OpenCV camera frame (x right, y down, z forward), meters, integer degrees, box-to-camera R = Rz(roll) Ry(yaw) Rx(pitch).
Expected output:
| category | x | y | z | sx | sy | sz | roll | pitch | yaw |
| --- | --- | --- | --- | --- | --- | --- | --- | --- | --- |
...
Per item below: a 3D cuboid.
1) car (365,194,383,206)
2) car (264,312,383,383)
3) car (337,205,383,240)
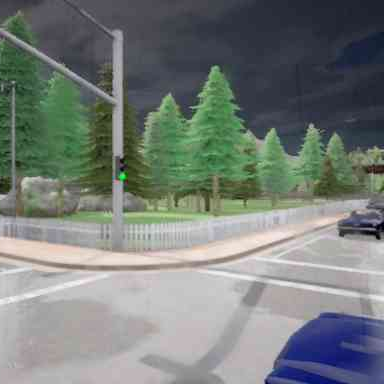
| category | x | y | z | sx | sy | sz | roll | pitch | yaw |
| --- | --- | --- | --- | --- | --- | --- | --- | --- | --- |
| car | 14.817 | 1.214 | 25.612 | 2.150 | 2.045 | 5.566 | 0 | 0 | 35 |
| car | 2.812 | 1.598 | 1.999 | 4.718 | 1.301 | 1.895 | 0 | 0 | 35 |
| car | 8.942 | 1.597 | 17.285 | 1.895 | 1.301 | 4.718 | 0 | 0 | 35 |
